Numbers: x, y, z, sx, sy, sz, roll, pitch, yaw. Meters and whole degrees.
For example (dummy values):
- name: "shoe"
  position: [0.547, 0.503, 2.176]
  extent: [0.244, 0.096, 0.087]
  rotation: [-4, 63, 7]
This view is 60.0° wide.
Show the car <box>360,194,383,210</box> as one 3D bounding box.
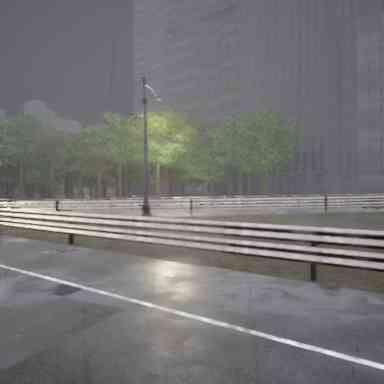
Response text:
- name: "car"
  position: [17.853, 0.896, 31.050]
  extent: [4.181, 1.385, 1.994]
  rotation: [-1, 0, -6]
